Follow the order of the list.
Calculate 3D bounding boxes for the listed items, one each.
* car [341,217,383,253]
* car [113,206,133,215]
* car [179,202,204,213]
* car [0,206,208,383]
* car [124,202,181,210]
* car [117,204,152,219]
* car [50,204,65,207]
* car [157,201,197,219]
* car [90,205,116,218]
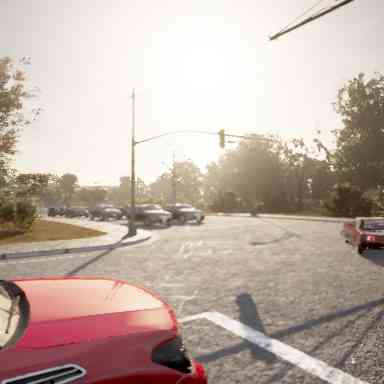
[{"bbox_3d":[7.476,1.688,13.687,1.895,1.301,4.718,0,0,16],"label":"car"},{"bbox_3d":[-11.791,3.194,56.652,1.812,1.442,4.674,0,-3,-34],"label":"car"},{"bbox_3d":[-0.892,1.730,27.356,2.128,1.511,4.902,0,-2,-35],"label":"car"},{"bbox_3d":[-2.531,1.212,1.875,5.566,2.045,2.150,1,0,-35],"label":"car"},{"bbox_3d":[-3.188,1.682,24.517,2.128,1.511,4.902,0,-2,-34],"label":"car"},{"bbox_3d":[-6.174,2.072,35.290,1.837,1.490,4.892,0,-3,-34],"label":"car"},{"bbox_3d":[-19.964,2.756,49.716,2.150,2.045,5.566,0,-3,-33],"label":"car"},{"bbox_3d":[-1.644,1.830,35.073,2.097,1.767,4.553,0,-2,-33],"label":"car"},{"bbox_3d":[-11.752,2.572,43.652,1.837,1.490,4.892,0,-3,-34],"label":"car"}]
